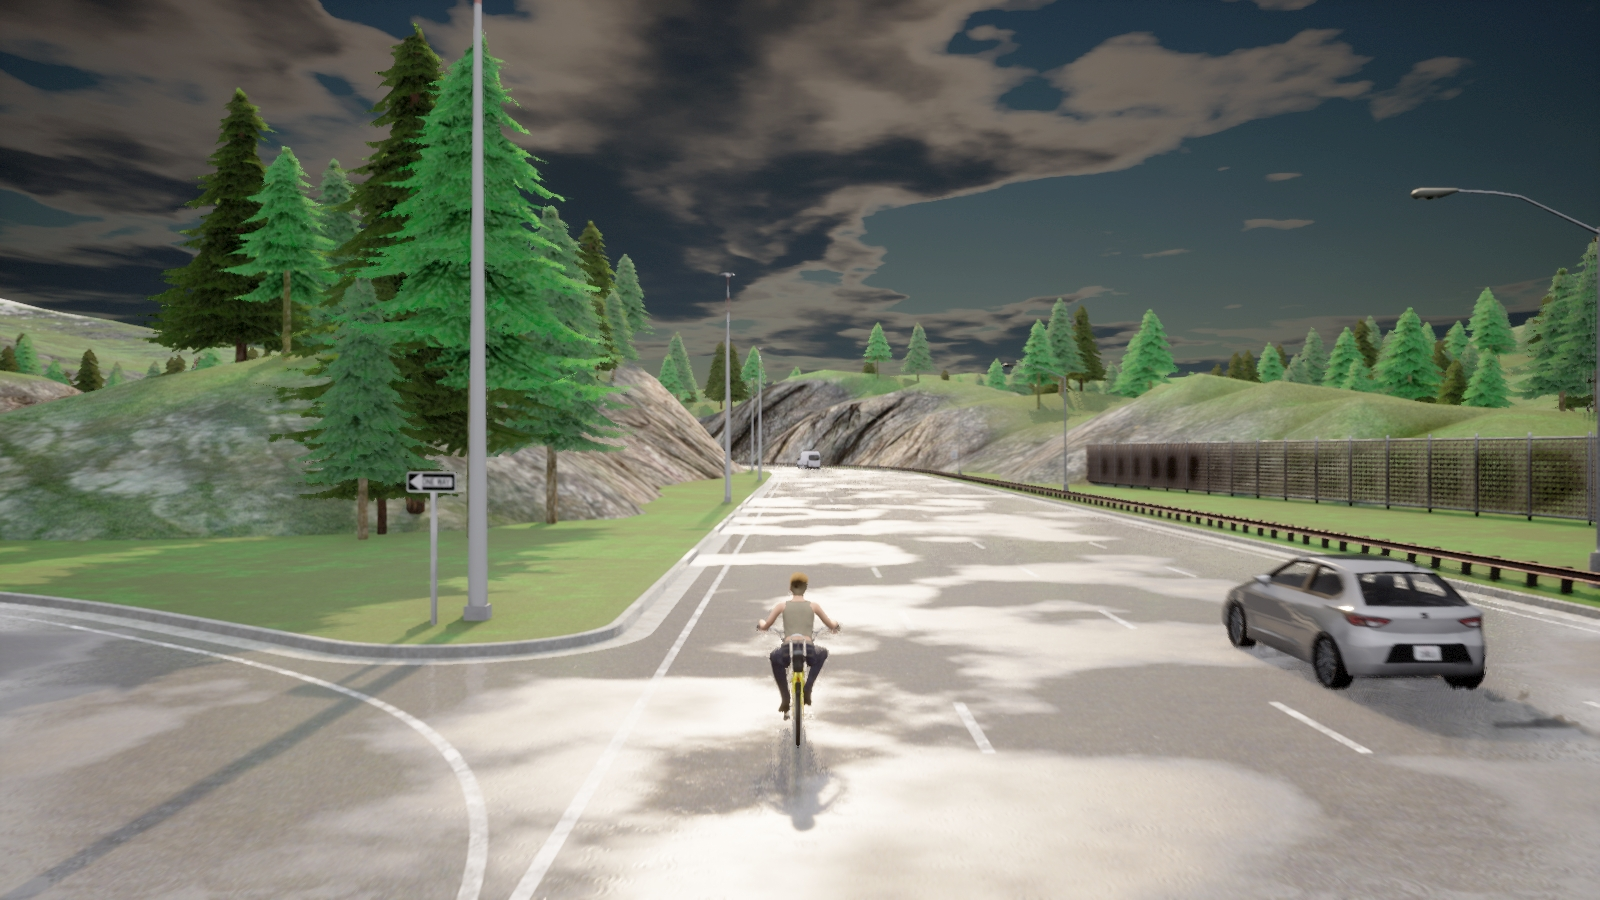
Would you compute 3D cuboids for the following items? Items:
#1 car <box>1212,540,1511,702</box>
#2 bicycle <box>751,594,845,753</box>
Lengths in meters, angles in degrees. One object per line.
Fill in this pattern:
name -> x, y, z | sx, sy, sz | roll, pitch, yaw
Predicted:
car -> 7.000, 2.064, 14.806 | 1.816, 1.474, 4.193 | 0, 0, 0
bicycle -> -0.015, 2.156, 11.268 | 0.859, 1.276, 1.487 | 0, 0, 0
